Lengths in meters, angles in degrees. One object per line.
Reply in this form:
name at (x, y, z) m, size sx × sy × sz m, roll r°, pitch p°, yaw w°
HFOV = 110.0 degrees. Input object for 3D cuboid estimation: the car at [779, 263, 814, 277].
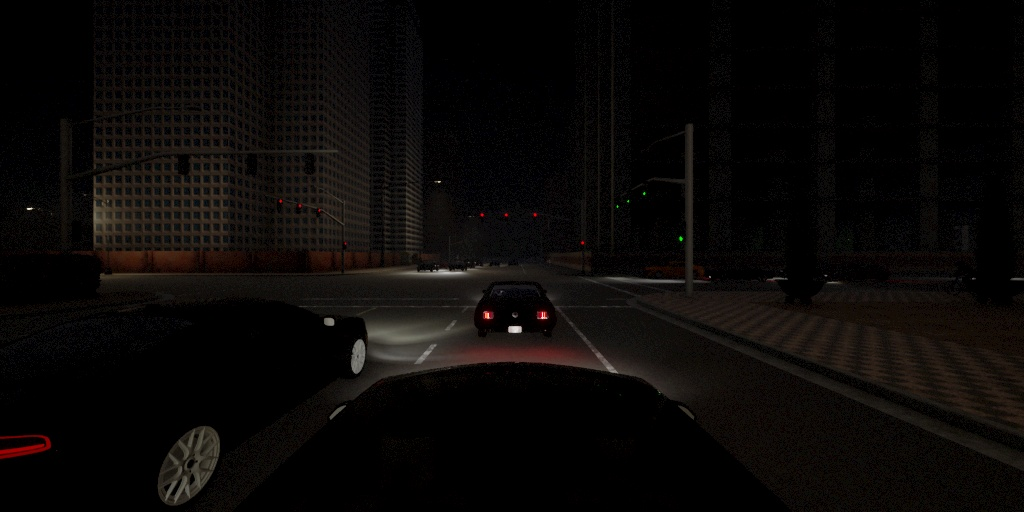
car at (26.982, 1.297, 31.871) m, size 5.357 × 1.411 × 2.033 m, roll 0°, pitch 0°, yaw 0°

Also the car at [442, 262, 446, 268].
car at (-10.618, 1.351, 55.457) m, size 1.895 × 1.301 × 4.718 m, roll 0°, pitch 0°, yaw 1°

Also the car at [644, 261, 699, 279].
car at (14.338, 1.228, 31.954) m, size 5.008 × 1.535 × 1.882 m, roll 0°, pitch 0°, yaw 0°

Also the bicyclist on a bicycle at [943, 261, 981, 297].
bicyclist on a bicycle at (20.758, 1.051, 16.429) m, size 0.582 × 1.620 × 1.656 m, roll 0°, pitch 0°, yaw 0°

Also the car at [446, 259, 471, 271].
car at (-7.223, 1.351, 48.465) m, size 1.895 × 1.301 × 4.718 m, roll 0°, pitch 0°, yaw 1°

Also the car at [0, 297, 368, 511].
car at (-3.452, 1.228, 4.278) m, size 1.882 × 1.535 × 5.008 m, roll 0°, pitch 0°, yaw 1°

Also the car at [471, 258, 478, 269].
car at (-7.075, 1.255, 57.681) m, size 1.837 × 1.490 × 4.892 m, roll 0°, pitch 0°, yaw 1°

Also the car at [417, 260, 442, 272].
car at (-10.755, 1.228, 46.115) m, size 1.882 × 1.535 × 5.008 m, roll 0°, pitch 0°, yaw 1°

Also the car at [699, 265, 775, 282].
car at (17.909, 1.351, 28.430) m, size 4.718 × 1.301 × 1.895 m, roll 0°, pitch 0°, yaw 0°

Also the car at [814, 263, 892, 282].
car at (27.178, 1.276, 28.361) m, size 4.674 × 1.442 × 1.812 m, roll 0°, pitch 0°, yaw 0°

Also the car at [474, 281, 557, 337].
car at (0.074, 1.351, 10.227) m, size 1.895 × 1.301 × 4.718 m, roll 0°, pitch 0°, yaw 0°
